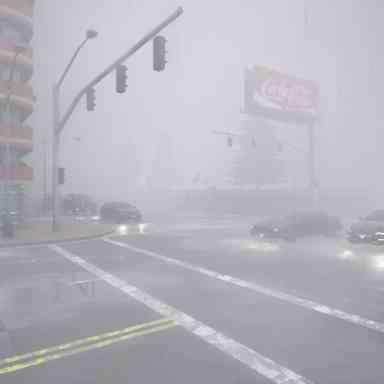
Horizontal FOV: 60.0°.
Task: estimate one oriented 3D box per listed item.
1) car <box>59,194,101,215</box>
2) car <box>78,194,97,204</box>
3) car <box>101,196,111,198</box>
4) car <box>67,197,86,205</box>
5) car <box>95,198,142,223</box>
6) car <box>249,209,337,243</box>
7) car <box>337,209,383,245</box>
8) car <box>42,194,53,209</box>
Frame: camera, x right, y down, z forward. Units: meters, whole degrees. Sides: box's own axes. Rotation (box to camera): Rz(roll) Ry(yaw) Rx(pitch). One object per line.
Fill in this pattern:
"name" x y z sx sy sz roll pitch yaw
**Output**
"car" -11.612 1.221 34.185 2.150 2.045 5.566 0 0 -36
"car" -20.366 1.352 64.663 2.097 1.767 4.553 0 0 -36
"car" -14.984 1.478 57.183 1.882 1.535 5.008 0 0 -36
"car" -20.521 1.564 58.887 1.994 1.385 4.181 0 0 -36
"car" -5.616 1.505 25.848 1.837 1.490 4.892 0 0 -36
"car" 5.260 1.547 16.323 5.357 1.411 2.033 0 0 -35
"car" 8.647 1.505 14.438 4.892 1.490 1.837 0 0 -35
"car" -17.768 1.221 42.758 2.150 2.045 5.566 0 0 -35
